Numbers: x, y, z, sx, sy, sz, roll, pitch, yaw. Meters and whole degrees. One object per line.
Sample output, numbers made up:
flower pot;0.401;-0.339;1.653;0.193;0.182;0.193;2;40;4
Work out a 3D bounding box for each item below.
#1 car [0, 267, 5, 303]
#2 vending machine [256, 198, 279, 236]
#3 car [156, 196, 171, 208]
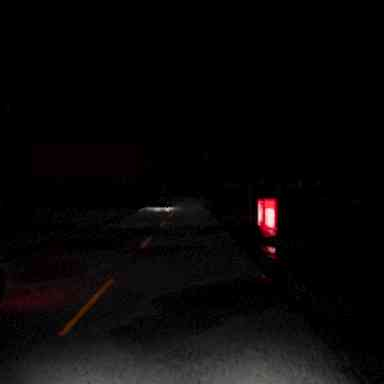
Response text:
car;-4.086;1.517;3.896;1.812;1.442;4.674;0;0;0
vending machine;4.306;1.375;18.975;1.100;2.100;0.880;0;0;0
car;-4.038;1.377;47.482;1.882;1.535;5.008;0;0;0
